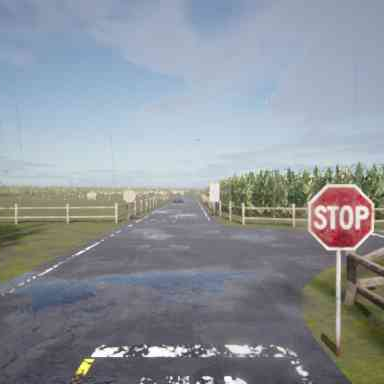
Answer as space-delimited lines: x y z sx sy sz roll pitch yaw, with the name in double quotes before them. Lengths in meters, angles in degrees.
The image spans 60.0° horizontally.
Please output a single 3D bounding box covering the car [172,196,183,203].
"car" -2.739 1.514 65.353 1.994 1.385 4.181 0 0 0
